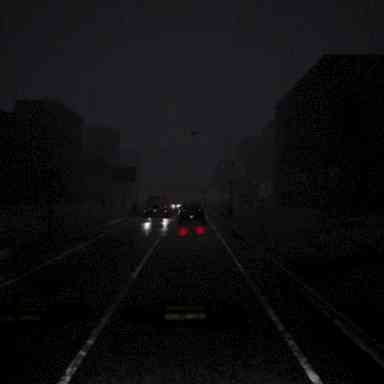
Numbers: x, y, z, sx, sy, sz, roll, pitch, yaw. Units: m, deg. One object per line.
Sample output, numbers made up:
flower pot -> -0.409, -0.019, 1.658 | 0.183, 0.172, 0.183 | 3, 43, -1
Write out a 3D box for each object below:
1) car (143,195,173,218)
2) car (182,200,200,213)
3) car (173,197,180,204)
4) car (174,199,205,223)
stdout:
car -> -3.283, 1.326, 32.048 | 2.150, 2.045, 5.566 | 0, -1, 0
car -> -0.143, 1.759, 42.023 | 2.128, 1.511, 4.902 | 0, -1, 0
car -> -3.421, 1.895, 72.521 | 2.128, 1.511, 4.902 | 0, 1, 0
car -> -0.045, 1.515, 25.272 | 2.128, 1.511, 4.902 | 0, 0, 0
